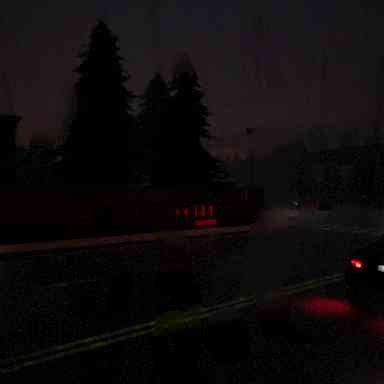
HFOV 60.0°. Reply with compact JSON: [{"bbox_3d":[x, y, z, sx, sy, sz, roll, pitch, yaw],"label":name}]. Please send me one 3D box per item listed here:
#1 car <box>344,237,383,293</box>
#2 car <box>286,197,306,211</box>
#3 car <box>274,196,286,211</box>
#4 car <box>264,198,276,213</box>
[{"bbox_3d":[5.798,1.546,7.918,5.357,1.411,2.033,0,0,-35],"label":"car"},{"bbox_3d":[11.622,1.347,40.764,2.097,1.767,4.553,0,0,-35],"label":"car"},{"bbox_3d":[8.268,1.472,39.446,1.882,1.535,5.008,0,0,-35],"label":"car"},{"bbox_3d":[6.338,1.596,36.110,1.895,1.301,4.718,0,0,-35],"label":"car"}]
